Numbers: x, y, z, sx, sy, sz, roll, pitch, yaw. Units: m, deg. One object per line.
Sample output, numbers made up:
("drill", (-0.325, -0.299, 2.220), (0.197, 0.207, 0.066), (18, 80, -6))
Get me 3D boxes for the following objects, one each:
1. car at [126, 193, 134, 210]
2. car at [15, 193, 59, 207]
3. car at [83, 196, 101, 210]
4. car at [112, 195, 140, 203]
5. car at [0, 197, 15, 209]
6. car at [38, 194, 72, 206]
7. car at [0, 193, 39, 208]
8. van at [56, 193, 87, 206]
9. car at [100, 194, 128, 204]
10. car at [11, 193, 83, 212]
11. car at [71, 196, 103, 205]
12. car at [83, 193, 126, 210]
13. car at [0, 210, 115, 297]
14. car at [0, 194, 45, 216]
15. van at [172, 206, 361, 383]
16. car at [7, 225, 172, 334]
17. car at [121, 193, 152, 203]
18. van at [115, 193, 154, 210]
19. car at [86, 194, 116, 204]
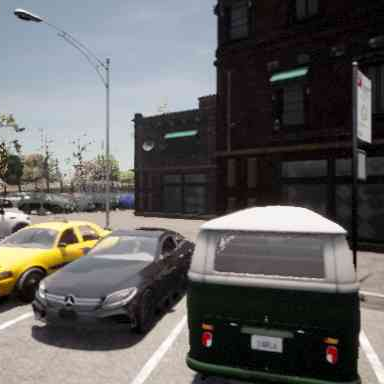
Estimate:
("car", (-9.068, 1.184, 39.454), (5.566, 2.045, 2.435), (1, 1, 14))
("car", (-22.923, 1.153, 49.151), (5.566, 2.045, 2.435), (-1, -1, 14))
("car", (-12.385, 1.462, 34.544), (4.792, 1.488, 2.163), (1, 1, 14))
("car", (-12.761, 1.440, 64.157), (4.792, 1.488, 2.163), (-1, -1, 14))
("car", (-26.361, 1.432, 44.131), (4.792, 1.488, 2.163), (-1, 0, 14))
("car", (-21.287, 1.281, 51.664), (4.553, 1.767, 2.185), (-1, -1, 14))
("car", (-24.671, 1.153, 46.639), (5.566, 2.045, 2.435), (-1, 0, 14))
("van", (-19.679, 1.183, 54.178), (4.442, 1.987, 1.878), (-1, 0, 14))
("car", (-14.457, 1.284, 61.653), (4.553, 1.767, 2.185), (-1, 0, 14))
("car", (-13.985, 1.181, 32.104), (5.566, 2.045, 2.435), (1, 0, 14))
("car", (-17.875, 1.410, 56.661), (4.892, 1.521, 2.231), (-1, -1, 14))
("car", (-10.727, 1.183, 37.004), (5.566, 2.045, 2.435), (1, 1, 14))
("car", (-3.653, 1.464, 8.565), (1.946, 1.575, 5.366), (1, -1, 15))
("car", (-8.502, 1.205, 12.259), (2.435, 2.045, 5.566), (0, -1, 15))
("van", (1.316, 1.257, 5.372), (1.878, 1.987, 4.442), (0, -1, 15))
("car", (-1.153, 1.515, 7.005), (2.002, 1.452, 4.674), (1, -1, 15))
("car", (-11.130, 1.160, 66.677), (5.566, 2.045, 2.435), (-1, 0, 14))
("van", (-7.269, 1.213, 41.881), (4.442, 1.987, 1.878), (1, 0, 14))
("car", (-16.147, 1.284, 59.139), (4.553, 1.767, 2.185), (-1, 0, 14))
